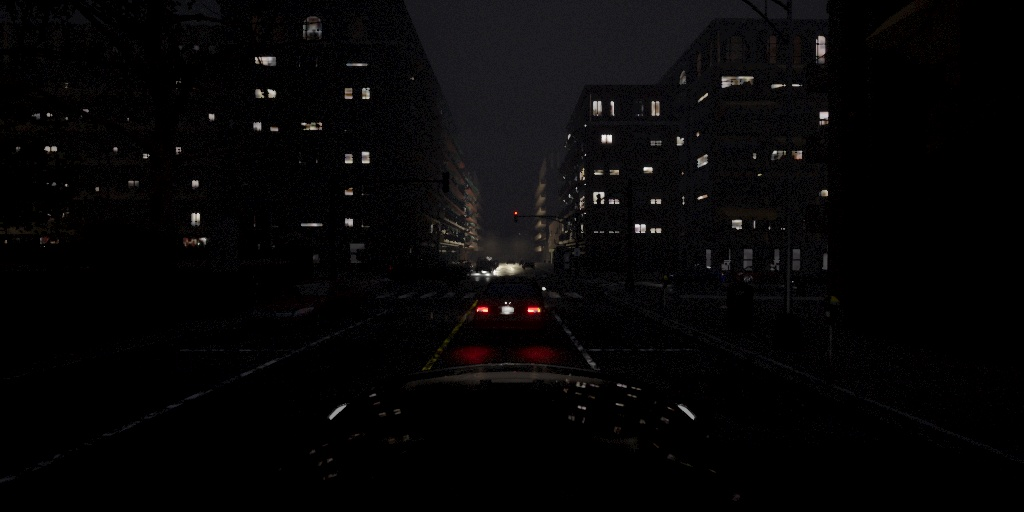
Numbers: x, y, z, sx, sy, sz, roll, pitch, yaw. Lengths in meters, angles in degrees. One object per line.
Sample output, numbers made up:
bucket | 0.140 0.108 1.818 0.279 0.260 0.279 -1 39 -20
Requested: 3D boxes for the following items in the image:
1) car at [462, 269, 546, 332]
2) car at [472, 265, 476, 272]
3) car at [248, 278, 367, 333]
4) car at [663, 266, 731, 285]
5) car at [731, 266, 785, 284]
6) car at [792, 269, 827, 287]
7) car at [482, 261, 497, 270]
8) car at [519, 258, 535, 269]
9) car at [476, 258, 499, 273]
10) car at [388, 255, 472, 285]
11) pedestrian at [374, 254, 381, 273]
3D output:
car | 0.050 1.297 10.846 2.033 1.411 5.357 0 0 3
car | -5.817 1.188 43.042 1.967 1.591 4.097 0 0 0
car | -5.715 1.331 10.632 1.802 1.307 4.207 0 0 0
car | 14.594 1.552 28.899 4.674 1.442 1.812 1 0 -1
car | 21.289 1.570 31.564 4.097 1.591 1.967 0 0 -1
car | 24.901 1.809 29.057 4.718 1.301 1.895 1 0 -1
car | -3.239 1.349 53.271 1.895 1.301 4.718 0 0 0
car | 2.528 1.299 54.341 2.007 1.370 4.403 0 0 0
car | -3.197 1.296 43.320 2.033 1.411 5.357 0 0 4
car | -5.888 0.971 25.395 5.566 2.045 2.150 0 0 -1
pedestrian | -12.812 0.652 34.013 0.375 1.860 0.375 0 -1 -1
